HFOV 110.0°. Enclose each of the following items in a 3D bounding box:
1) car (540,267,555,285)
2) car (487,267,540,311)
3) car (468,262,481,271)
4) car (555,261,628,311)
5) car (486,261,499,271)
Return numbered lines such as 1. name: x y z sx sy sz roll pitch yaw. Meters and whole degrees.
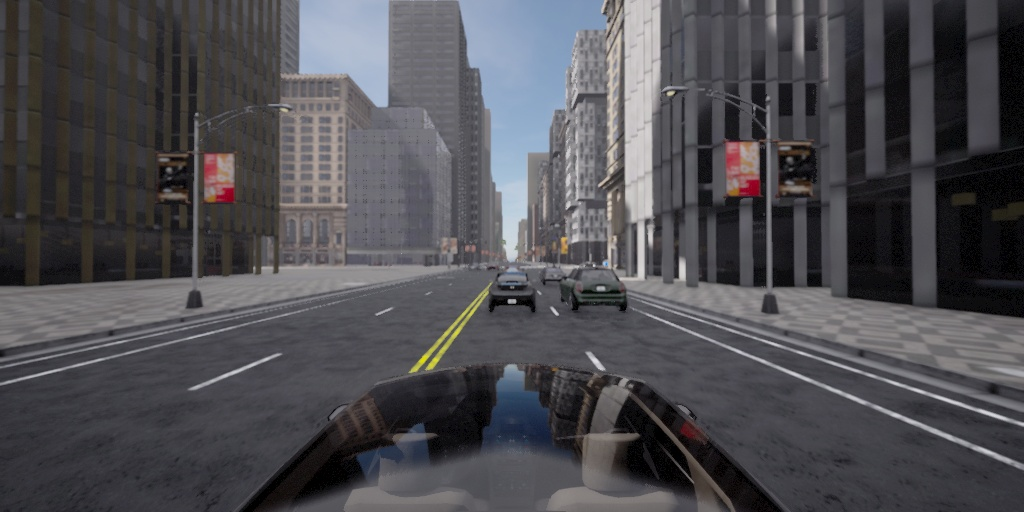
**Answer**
1. car: 3.267 1.568 29.330 2.033 1.411 5.357 0 -1 0
2. car: 0.024 1.391 15.328 1.837 1.490 4.892 0 0 1
3. car: -6.532 1.832 62.307 2.128 1.511 4.902 0 0 0
4. car: 3.274 1.234 15.244 2.097 1.767 4.553 0 -1 0
5. car: -3.284 1.694 62.312 2.097 1.767 4.553 0 -1 0
